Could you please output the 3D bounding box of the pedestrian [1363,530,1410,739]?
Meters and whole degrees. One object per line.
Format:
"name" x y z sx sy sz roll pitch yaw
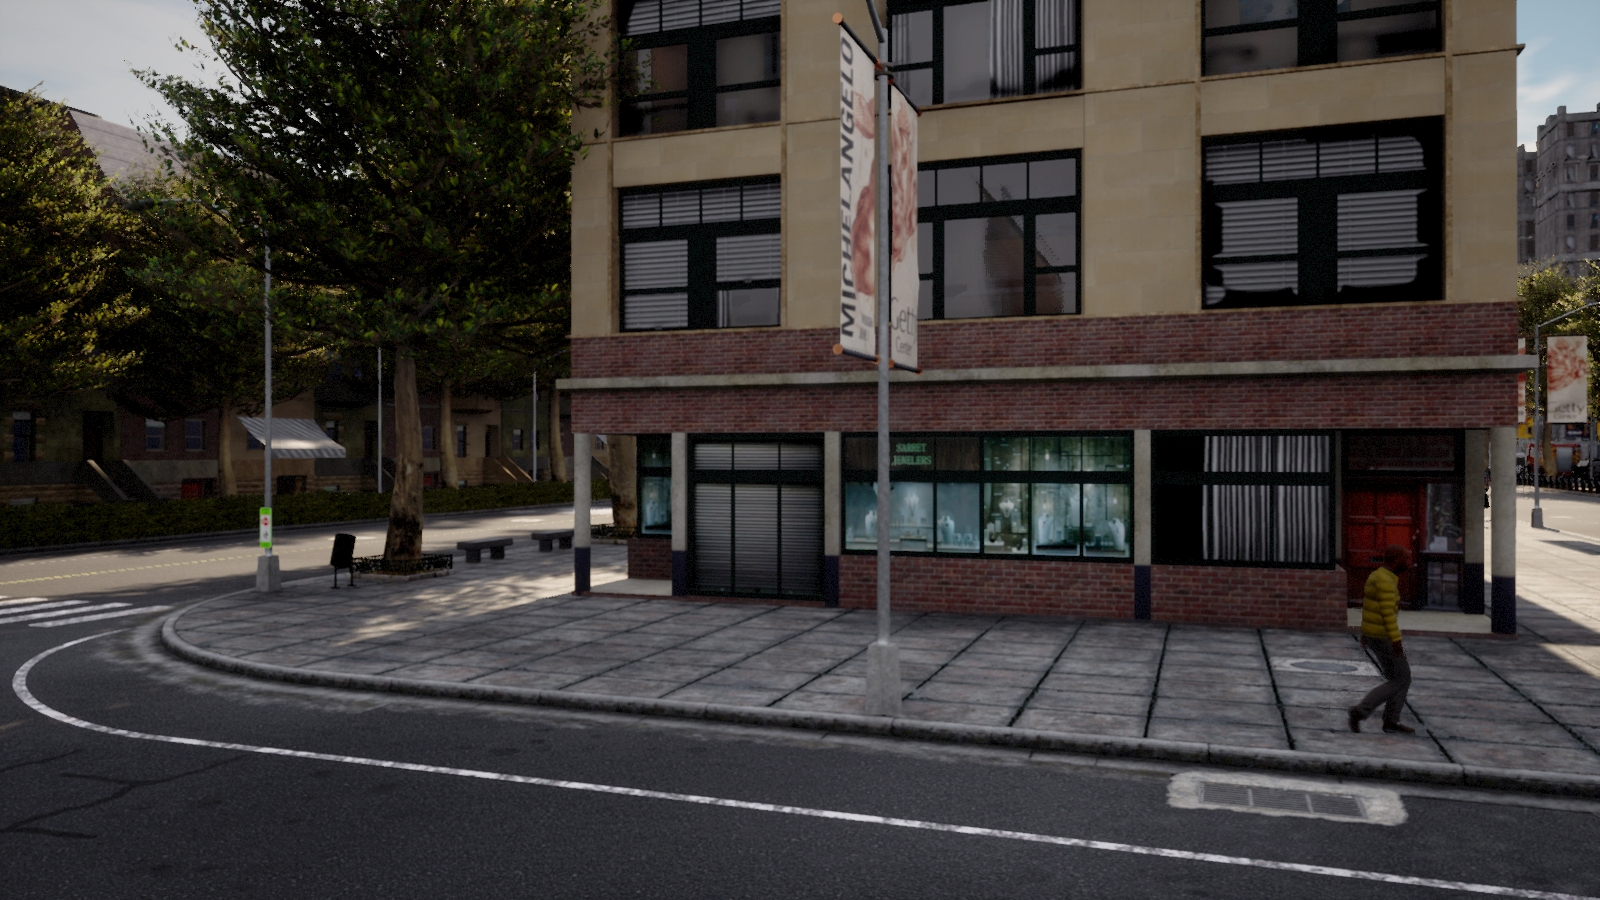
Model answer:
"pedestrian" 5.454 1.695 10.627 0.375 1.860 0.375 0 0 26

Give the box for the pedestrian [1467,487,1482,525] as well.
"pedestrian" 23.689 1.968 40.134 0.375 1.300 0.375 0 0 19
